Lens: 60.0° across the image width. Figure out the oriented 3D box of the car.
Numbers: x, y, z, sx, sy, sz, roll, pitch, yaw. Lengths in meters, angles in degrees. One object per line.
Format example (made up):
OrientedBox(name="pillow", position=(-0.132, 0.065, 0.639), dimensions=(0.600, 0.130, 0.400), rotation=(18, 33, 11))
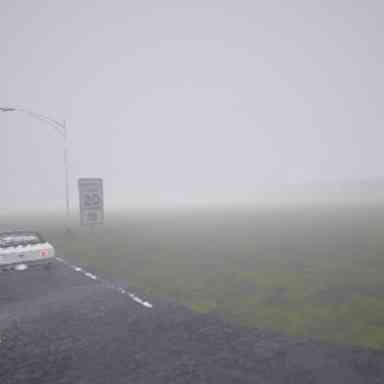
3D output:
OrientedBox(name="car", position=(-6.236, 2.009, 11.727), dimensions=(1.895, 1.301, 4.718), rotation=(-2, -1, -33))
